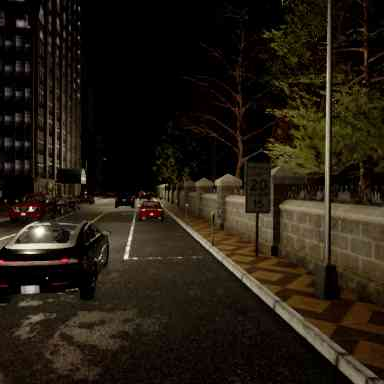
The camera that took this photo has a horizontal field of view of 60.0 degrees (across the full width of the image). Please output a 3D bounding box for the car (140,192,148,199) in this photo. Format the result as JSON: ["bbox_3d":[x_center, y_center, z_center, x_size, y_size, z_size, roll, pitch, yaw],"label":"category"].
[{"bbox_3d":[-10.591,0.727,73.519,1.752,1.417,4.829,0,1,-9],"label":"car"}]

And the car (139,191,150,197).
[{"bbox_3d":[-8.882,0.646,62.422,2.192,1.841,5.009,0,1,-9],"label":"car"}]

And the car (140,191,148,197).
[{"bbox_3d":[-12.246,0.514,84.275,1.967,1.590,4.097,0,1,-9],"label":"car"}]

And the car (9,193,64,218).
[{"bbox_3d":[-10.785,1.022,22.984,2.192,1.841,5.009,0,1,-9],"label":"car"}]

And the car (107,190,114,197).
[{"bbox_3d":[-20.033,0.330,83.074,2.192,1.841,5.009,0,1,-9],"label":"car"}]

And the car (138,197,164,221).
[{"bbox_3d":[-2.998,1.311,24.186,1.887,1.381,4.507,0,1,-9],"label":"car"}]

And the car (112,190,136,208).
[{"bbox_3d":[-7.801,0.930,38.909,2.097,1.767,4.553,0,1,-8],"label":"car"}]

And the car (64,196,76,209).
[{"bbox_3d":[-11.627,1.197,28.449,2.008,1.369,4.403,0,1,-9],"label":"car"}]

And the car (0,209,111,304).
[{"bbox_3d":[-3.104,1.410,8.025,2.128,1.511,4.902,0,1,-9],"label":"car"}]

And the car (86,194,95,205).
[{"bbox_3d":[-14.124,0.988,44.669,1.752,1.417,4.829,0,1,-9],"label":"car"}]

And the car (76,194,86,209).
[{"bbox_3d":[-12.468,1.136,33.912,2.008,1.369,4.403,0,1,-9],"label":"car"}]

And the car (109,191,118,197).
[{"bbox_3d":[-20.876,0.515,88.540,1.947,1.339,4.313,0,1,-9],"label":"car"}]

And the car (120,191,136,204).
[{"bbox_3d":[-9.349,0.819,48.602,2.097,1.767,4.553,0,1,-9],"label":"car"}]
